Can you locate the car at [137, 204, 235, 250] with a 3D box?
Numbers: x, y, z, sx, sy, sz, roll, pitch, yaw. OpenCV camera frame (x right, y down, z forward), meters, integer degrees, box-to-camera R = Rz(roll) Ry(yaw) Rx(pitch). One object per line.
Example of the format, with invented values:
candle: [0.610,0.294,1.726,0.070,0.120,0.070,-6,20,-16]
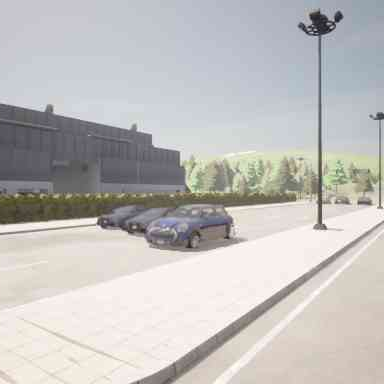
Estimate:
car: [0.072,1.353,14.627,2.097,1.767,4.553,0,0,35]

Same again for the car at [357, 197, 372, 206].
car: [29.337,1.548,56.511,2.033,1.411,5.357,0,0,35]

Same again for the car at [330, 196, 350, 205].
car: [26.385,1.493,58.400,2.128,1.511,4.902,0,0,35]

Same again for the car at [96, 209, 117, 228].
car: [-3.945,1.564,21.092,1.994,1.385,4.181,0,0,35]

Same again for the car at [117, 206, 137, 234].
car: [-1.719,1.564,18.167,1.994,1.385,4.181,0,0,35]

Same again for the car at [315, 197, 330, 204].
car: [24.091,1.601,61.219,1.895,1.301,4.718,0,0,35]
